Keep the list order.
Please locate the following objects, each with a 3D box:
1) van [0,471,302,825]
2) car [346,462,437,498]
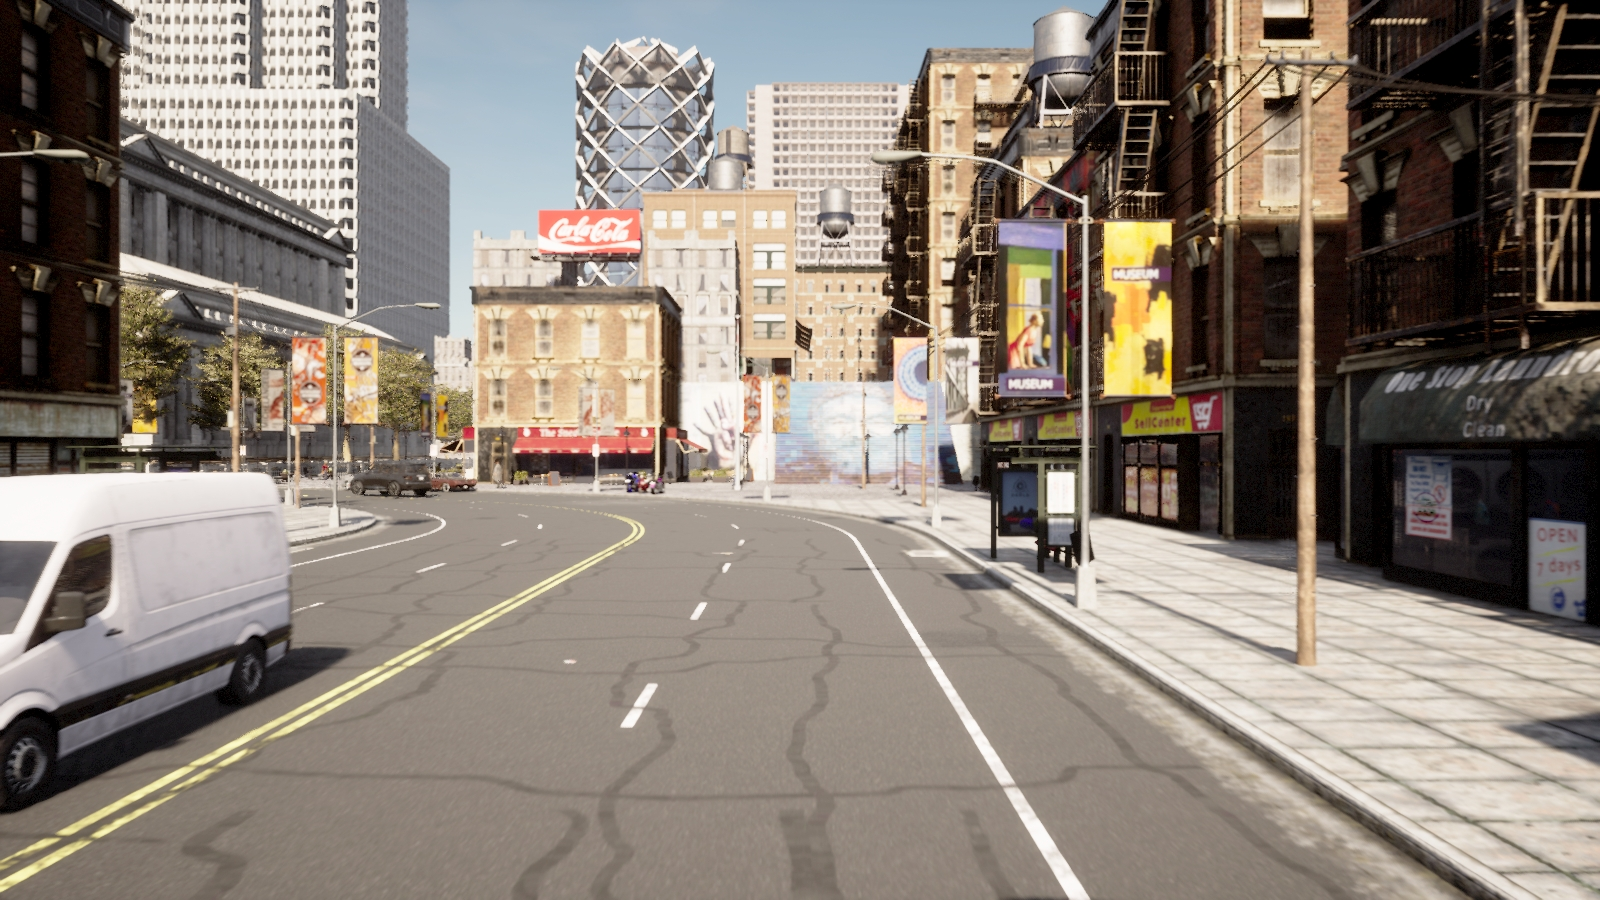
[{"bbox_3d":[-7.005,1.534,10.850,1.988,2.561,5.915,0,0,0],"label":"van"},{"bbox_3d":[-24.651,1.780,68.958,5.566,2.045,2.150,0,0,31],"label":"car"}]
